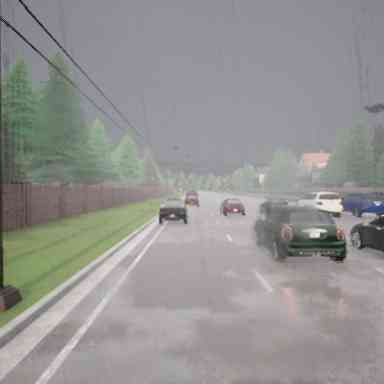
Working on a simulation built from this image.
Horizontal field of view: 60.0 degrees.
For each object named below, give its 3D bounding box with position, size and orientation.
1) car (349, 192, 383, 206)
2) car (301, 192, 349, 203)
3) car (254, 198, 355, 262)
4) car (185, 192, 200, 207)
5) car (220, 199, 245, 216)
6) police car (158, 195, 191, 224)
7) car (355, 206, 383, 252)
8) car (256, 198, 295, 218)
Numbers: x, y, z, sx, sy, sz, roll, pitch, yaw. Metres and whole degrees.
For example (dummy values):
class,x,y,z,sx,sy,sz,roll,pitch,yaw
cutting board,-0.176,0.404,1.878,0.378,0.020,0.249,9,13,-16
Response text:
class,x,y,z,sx,sy,sz,roll,pitch,yaw
car,14.096,1.027,27.929,2.150,2.045,5.566,0,0,0
car,10.596,1.027,27.978,2.150,2.045,5.566,0,0,0
car,3.599,1.269,11.891,2.097,1.767,4.553,0,0,0
car,0.016,1.170,44.420,1.882,1.535,5.008,0,0,1
car,3.583,1.319,29.781,1.812,1.442,4.674,0,0,0
police car,-1.228,1.263,23.403,1.930,1.638,5.238,0,0,0
car,7.099,1.428,11.031,1.837,1.490,4.892,0,1,0
car,7.097,1.292,28.719,2.128,1.511,4.902,0,0,0
